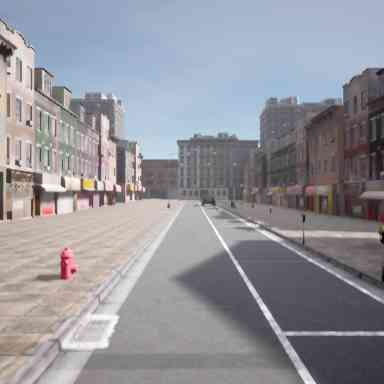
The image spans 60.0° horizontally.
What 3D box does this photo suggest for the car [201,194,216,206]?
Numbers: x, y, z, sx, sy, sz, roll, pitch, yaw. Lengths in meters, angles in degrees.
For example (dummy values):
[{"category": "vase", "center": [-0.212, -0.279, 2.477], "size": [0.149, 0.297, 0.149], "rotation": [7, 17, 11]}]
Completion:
[{"category": "car", "center": [2.749, 1.314, 55.609], "size": [2.150, 2.045, 5.566], "rotation": [0, 0, 0]}]
